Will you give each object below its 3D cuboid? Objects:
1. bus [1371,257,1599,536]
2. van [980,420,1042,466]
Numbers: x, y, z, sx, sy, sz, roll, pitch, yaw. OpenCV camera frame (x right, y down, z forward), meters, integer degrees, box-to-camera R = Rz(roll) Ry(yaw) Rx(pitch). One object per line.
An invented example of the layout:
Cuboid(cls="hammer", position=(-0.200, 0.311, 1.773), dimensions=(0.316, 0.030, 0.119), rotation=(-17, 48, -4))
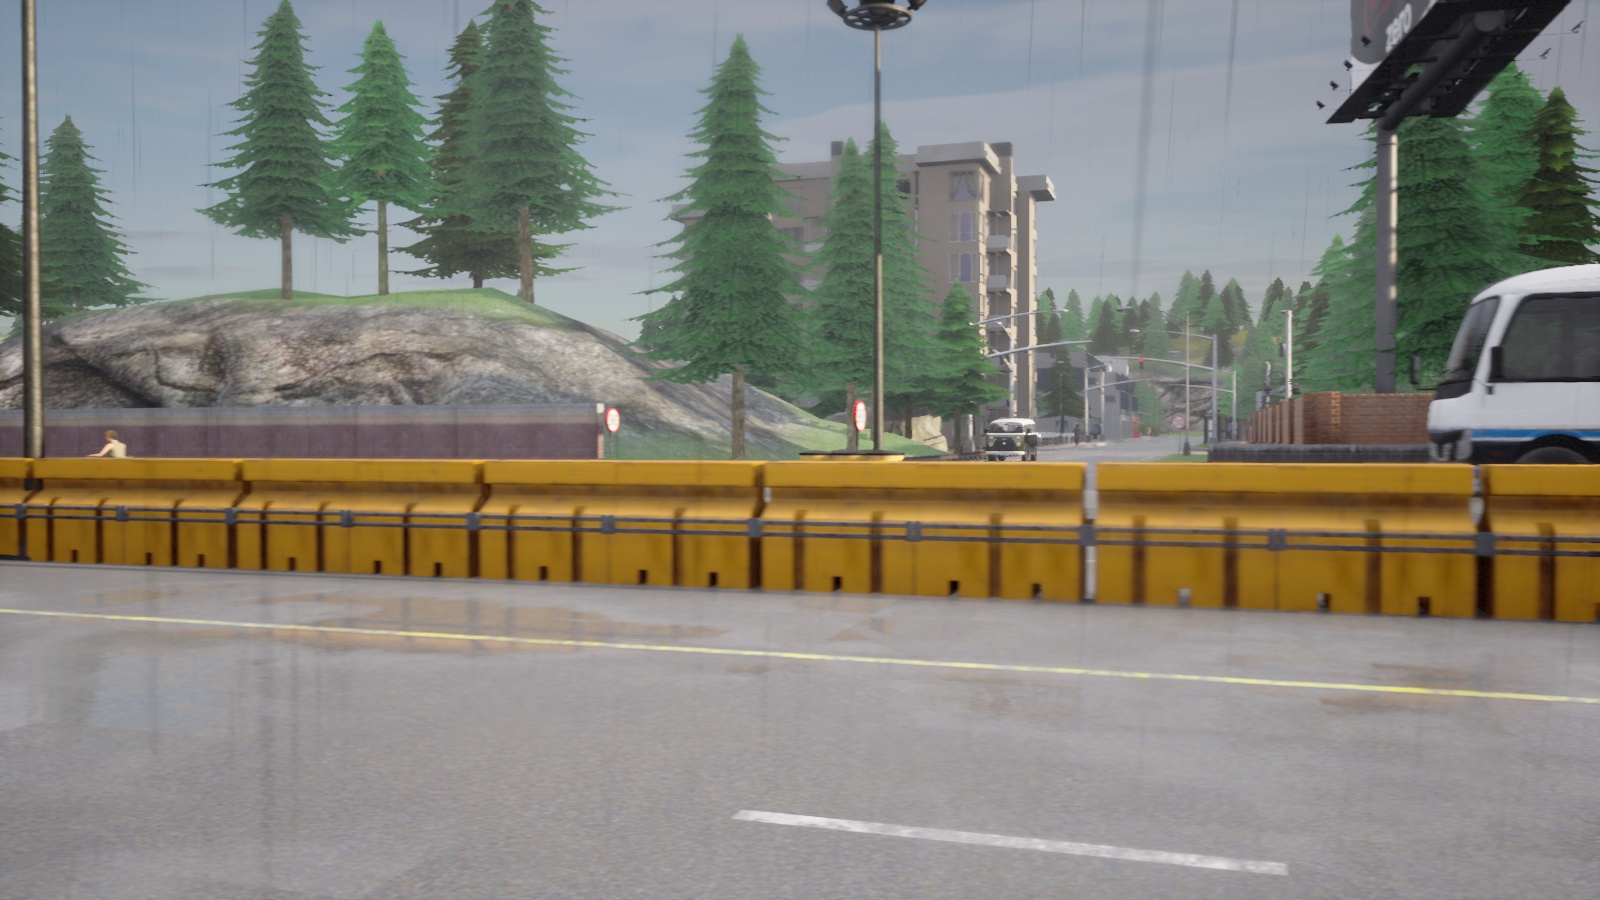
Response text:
Cuboid(cls="bus", position=(15.068, -0.818, 20.267), dimensions=(10.273, 4.253, 3.944), rotation=(1, 1, 19))
Cuboid(cls="van", position=(9.686, -0.352, 57.388), dimensions=(2.069, 2.038, 4.480), rotation=(1, 1, 19))
